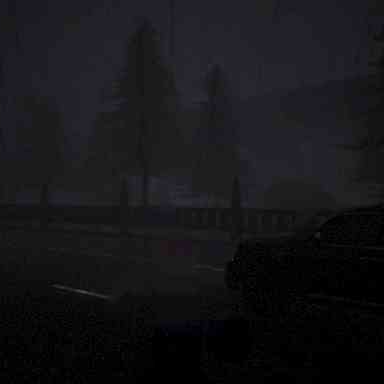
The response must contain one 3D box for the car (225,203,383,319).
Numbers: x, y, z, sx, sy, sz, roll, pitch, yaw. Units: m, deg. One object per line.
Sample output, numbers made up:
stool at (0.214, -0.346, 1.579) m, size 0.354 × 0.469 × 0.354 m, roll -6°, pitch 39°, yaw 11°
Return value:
car at (3.327, 1.205, 5.801) m, size 5.566 × 2.045 × 2.150 m, roll 0°, pitch 0°, yaw 35°
